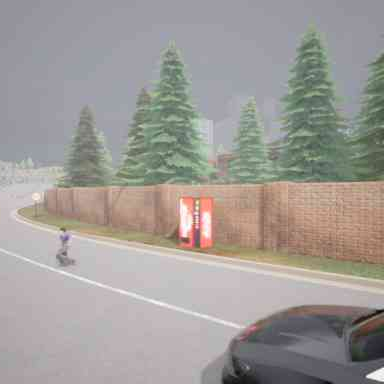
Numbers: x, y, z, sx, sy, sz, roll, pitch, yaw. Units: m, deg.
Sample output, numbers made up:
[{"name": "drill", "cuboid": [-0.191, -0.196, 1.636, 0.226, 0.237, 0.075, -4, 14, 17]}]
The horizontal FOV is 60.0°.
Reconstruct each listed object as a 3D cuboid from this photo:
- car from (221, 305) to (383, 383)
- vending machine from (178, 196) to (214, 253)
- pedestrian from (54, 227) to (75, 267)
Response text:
[{"name": "car", "cuboid": [2.505, 1.502, 2.305, 4.892, 1.490, 1.837, -1, -1, 37]}, {"name": "vending machine", "cuboid": [0.155, 1.195, 13.036, 0.880, 2.100, 1.100, 0, 0, 42]}, {"name": "pedestrian", "cuboid": [-3.749, 1.573, 9.867, 0.375, 1.300, 0.375, 0, 0, 42]}]
